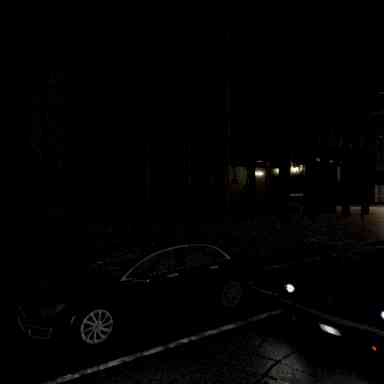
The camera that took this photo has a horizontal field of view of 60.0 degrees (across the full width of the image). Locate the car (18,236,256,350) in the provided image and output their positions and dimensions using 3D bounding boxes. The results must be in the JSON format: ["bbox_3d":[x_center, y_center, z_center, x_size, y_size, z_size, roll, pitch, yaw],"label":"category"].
[{"bbox_3d":[-0.739,1.551,6.138,4.403,1.369,2.008,0,0,-36],"label":"car"}]

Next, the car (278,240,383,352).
[{"bbox_3d":[3.709,1.601,5.908,4.718,1.301,1.895,0,0,-36],"label":"car"}]
